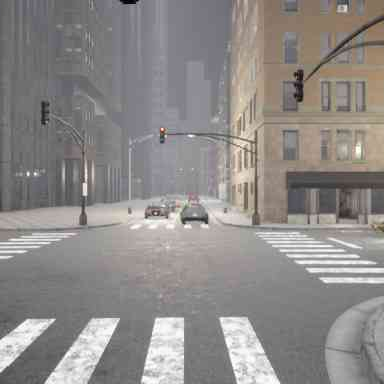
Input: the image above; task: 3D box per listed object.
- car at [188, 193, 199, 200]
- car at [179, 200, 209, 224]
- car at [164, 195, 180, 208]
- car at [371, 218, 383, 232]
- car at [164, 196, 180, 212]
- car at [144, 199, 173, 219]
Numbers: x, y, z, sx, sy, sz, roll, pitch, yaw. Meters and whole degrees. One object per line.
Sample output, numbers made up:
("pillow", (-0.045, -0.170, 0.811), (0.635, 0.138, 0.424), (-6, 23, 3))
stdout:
("car", (0.345, 1.203, 70.258), (2.150, 2.045, 5.566), (0, 0, 0))
("car", (0.192, 1.572, 25.102), (1.994, 1.385, 4.181), (0, 0, -1))
("car", (-2.900, 1.369, 49.180), (2.097, 1.767, 4.553), (0, 0, 0))
("car", (12.181, 1.519, 17.735), (4.829, 1.417, 1.752), (0, 0, -1))
("car", (-2.943, 1.506, 39.282), (2.128, 1.511, 4.902), (0, 0, 0))
("car", (-2.986, 1.574, 29.427), (1.994, 1.385, 4.181), (0, 0, 0))
